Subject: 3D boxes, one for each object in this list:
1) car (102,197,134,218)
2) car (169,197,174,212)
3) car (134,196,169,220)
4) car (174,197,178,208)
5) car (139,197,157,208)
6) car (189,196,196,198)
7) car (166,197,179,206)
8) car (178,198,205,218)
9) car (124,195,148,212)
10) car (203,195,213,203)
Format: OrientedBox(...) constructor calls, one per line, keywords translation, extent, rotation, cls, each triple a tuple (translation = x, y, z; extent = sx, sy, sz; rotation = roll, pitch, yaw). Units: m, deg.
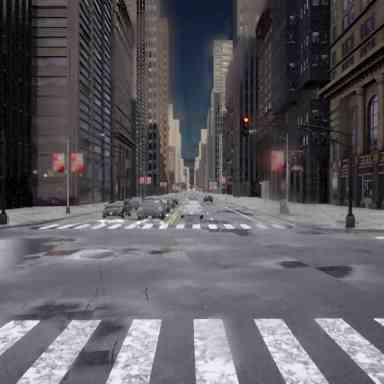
OrientedBox(translation=(-6.599, 1.487, 29.576), extent=(1.837, 1.490, 4.892), rotation=(0, 0, 0), cls="car")
OrientedBox(translation=(-3.350, 1.502, 36.459), extent=(1.812, 1.442, 4.674), rotation=(0, 0, 0), cls="car")
OrientedBox(translation=(-3.289, 1.336, 27.675), extent=(2.097, 1.767, 4.553), rotation=(0, 0, -2), cls="car")
OrientedBox(translation=(-3.337, 1.530, 46.482), extent=(1.994, 1.385, 4.181), rotation=(0, 0, 0), cls="car")
OrientedBox(translation=(-6.586, 1.509, 50.027), extent=(2.033, 1.411, 5.357), rotation=(0, 0, 0), cls="car")
OrientedBox(translation=(0.103, 1.467, 69.814), extent=(2.033, 1.411, 5.357), rotation=(0, 0, 0), cls="car")
OrientedBox(translation=(-3.311, 1.551, 56.499), extent=(1.895, 1.301, 4.718), rotation=(0, 0, 0), cls="car")
OrientedBox(translation=(0.028, 1.508, 29.966), extent=(1.812, 1.442, 4.674), rotation=(0, 0, 1), cls="car")
OrientedBox(translation=(-6.595, 1.325, 39.730), extent=(2.097, 1.767, 4.553), rotation=(0, 0, 0), cls="car")
OrientedBox(translation=(3.353, 1.424, 69.902), extent=(1.837, 1.490, 4.892), rotation=(0, 0, 0), cls="car")
